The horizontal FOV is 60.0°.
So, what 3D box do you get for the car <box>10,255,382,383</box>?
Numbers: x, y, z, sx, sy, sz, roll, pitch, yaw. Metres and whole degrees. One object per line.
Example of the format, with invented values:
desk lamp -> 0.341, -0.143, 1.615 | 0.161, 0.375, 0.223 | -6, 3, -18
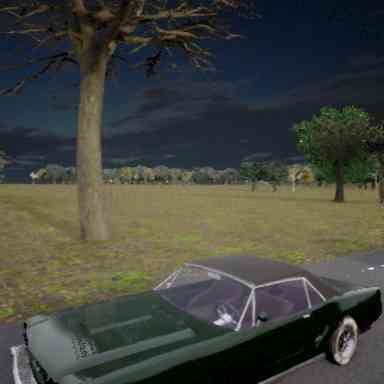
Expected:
car -> 0.385, 1.603, 4.265 | 4.718, 1.301, 1.895 | 0, 0, -35
